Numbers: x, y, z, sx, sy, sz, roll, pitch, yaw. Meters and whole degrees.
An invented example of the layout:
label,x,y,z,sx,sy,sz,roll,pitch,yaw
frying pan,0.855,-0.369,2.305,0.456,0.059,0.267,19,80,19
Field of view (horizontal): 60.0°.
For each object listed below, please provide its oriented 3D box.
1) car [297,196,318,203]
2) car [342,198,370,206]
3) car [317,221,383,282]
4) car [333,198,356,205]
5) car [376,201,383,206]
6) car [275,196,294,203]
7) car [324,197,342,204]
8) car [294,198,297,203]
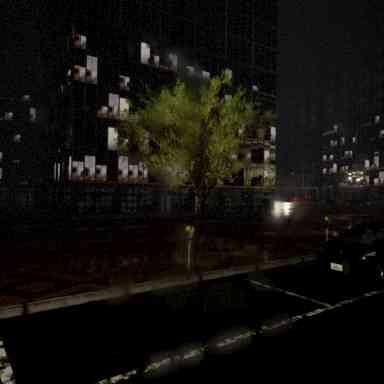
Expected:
label,x,y,z,sx,sy,sz,roll,pitch,yaw
car,29.294,1.824,83.046,2.192,1.841,5.009,1,-1,-20
car,29.614,1.766,59.307,2.008,1.369,4.403,1,-1,-20
car,5.562,1.574,9.827,4.313,1.339,1.947,0,1,-34
car,33.148,1.989,72.540,2.008,1.369,4.403,1,-1,-20
car,36.947,1.893,62.197,1.752,1.417,4.829,1,-1,-20
car,21.905,1.799,80.305,1.967,1.590,4.097,1,-1,-20
car,27.688,1.691,64.558,1.967,1.590,4.097,1,-1,-20
car,27.361,2.127,88.294,1.802,1.307,4.206,1,-1,-20
